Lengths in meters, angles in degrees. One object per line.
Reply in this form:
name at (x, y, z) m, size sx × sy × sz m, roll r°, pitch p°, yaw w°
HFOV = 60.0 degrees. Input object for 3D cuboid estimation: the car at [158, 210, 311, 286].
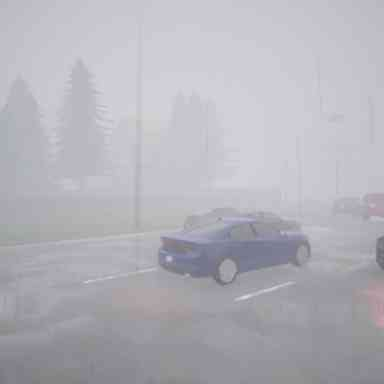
car at (1.419, 1.465, 9.547) m, size 5.008 × 1.535 × 1.882 m, roll 0°, pitch 0°, yaw -38°

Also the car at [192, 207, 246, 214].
car at (2.755, 1.518, 14.986) m, size 5.357 × 1.411 × 2.033 m, roll -1°, pitch 0°, yaw -39°

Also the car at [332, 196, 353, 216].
car at (13.963, 1.169, 28.537) m, size 4.553 × 1.767 × 2.097 m, roll -1°, pitch 0°, yaw -39°

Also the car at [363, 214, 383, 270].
car at (7.032, 1.412, 9.509) m, size 4.892 × 1.490 × 1.837 m, roll -1°, pitch 0°, yaw -38°

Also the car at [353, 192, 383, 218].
car at (14.454, 1.030, 24.440) m, size 5.566 × 2.045 × 2.150 m, roll -1°, pitch 0°, yaw -39°

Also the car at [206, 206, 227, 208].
car at (1.683, 1.512, 18.661) m, size 4.674 × 1.442 × 1.812 m, roll -1°, pitch 0°, yaw -39°
